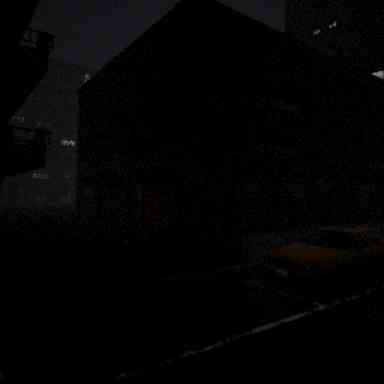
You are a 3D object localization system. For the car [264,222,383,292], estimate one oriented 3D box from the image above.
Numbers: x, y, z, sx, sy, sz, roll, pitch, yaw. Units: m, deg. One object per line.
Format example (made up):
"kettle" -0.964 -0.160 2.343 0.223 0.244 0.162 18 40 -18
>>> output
"car" 4.006 1.519 8.932 4.829 1.417 1.752 0 2 -35
